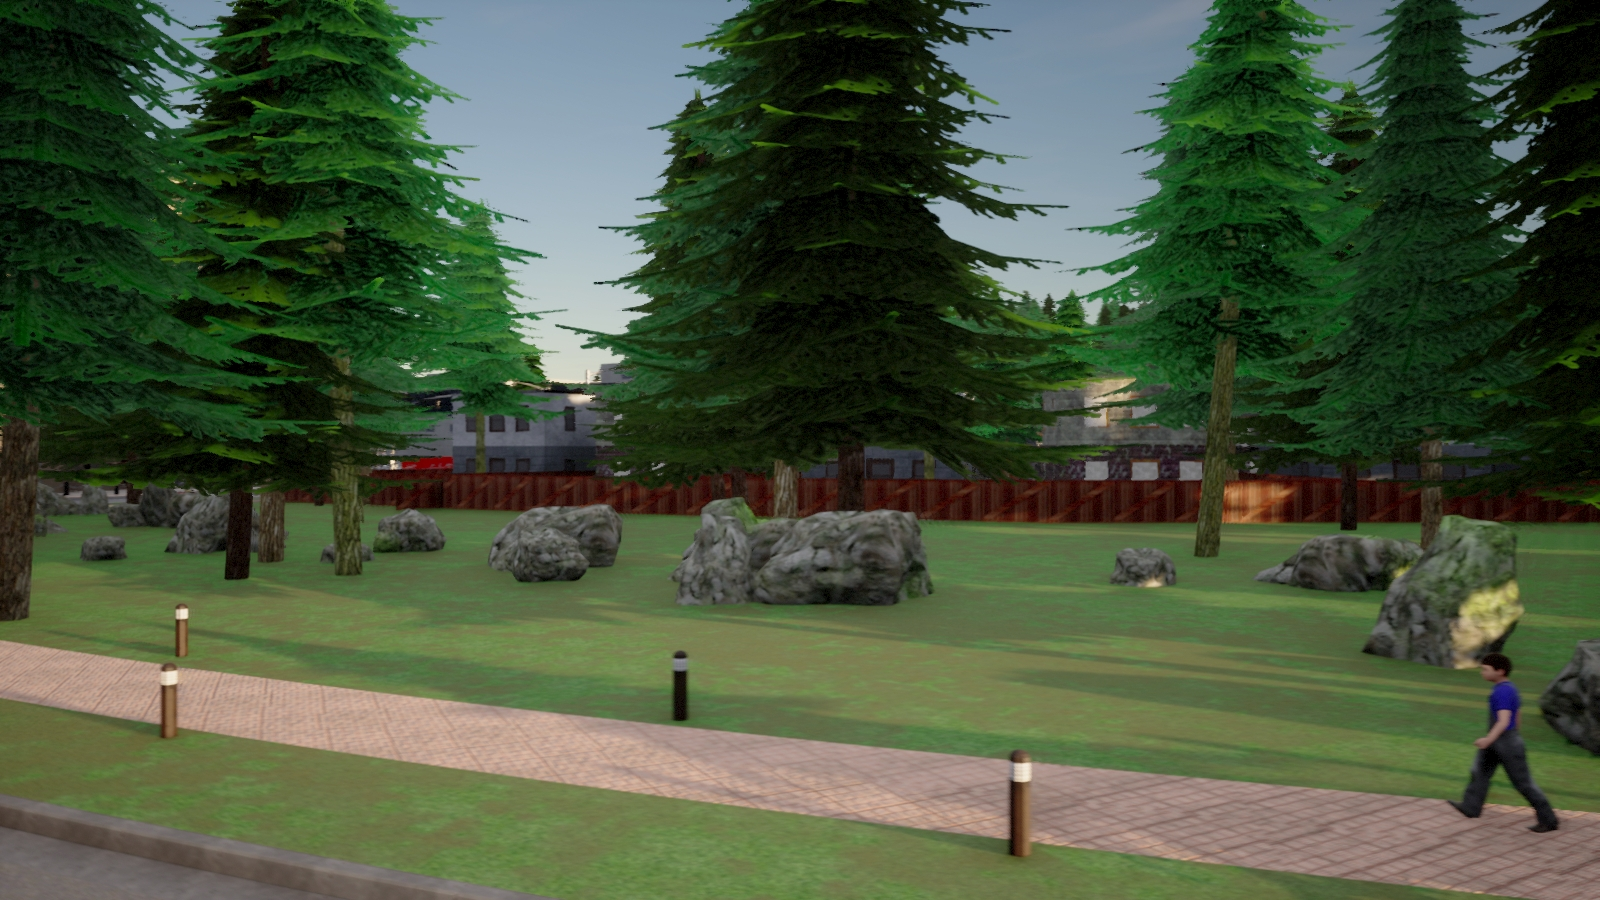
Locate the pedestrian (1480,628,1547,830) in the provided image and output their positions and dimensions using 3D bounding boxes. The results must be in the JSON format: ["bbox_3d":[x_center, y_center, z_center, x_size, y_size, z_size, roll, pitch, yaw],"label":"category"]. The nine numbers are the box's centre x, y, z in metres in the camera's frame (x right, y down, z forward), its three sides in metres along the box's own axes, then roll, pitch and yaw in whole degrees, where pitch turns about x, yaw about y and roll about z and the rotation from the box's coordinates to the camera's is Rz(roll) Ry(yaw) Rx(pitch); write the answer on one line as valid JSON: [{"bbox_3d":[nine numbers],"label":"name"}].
[{"bbox_3d":[5.036,1.952,8.079,0.375,1.300,0.375,0,0,27],"label":"pedestrian"}]
